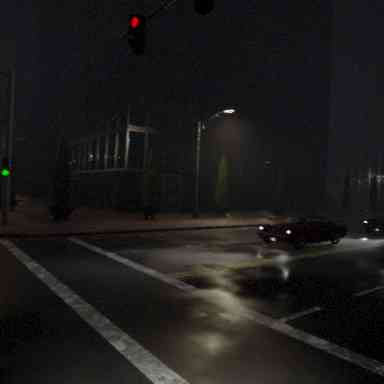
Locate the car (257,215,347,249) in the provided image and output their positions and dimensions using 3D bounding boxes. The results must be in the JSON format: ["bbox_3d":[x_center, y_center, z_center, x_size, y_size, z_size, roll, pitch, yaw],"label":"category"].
[{"bbox_3d":[5.208,1.763,15.526,4.718,1.301,1.895,2,0,-38],"label":"car"}]

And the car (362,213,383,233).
[{"bbox_3d":[13.007,2.037,21.567,4.718,1.301,1.895,2,0,-38],"label":"car"}]
